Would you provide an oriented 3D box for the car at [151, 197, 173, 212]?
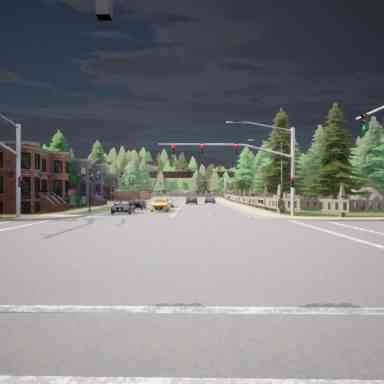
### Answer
[{"bbox_3d":[-3.639,1.477,38.767,1.882,1.535,5.008,0,0,0],"label":"car"}]

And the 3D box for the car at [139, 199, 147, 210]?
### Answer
[{"bbox_3d":[-7.136,1.601,43.543,1.895,1.301,4.718,0,0,0],"label":"car"}]

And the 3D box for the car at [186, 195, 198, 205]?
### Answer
[{"bbox_3d":[-0.069,1.352,60.161,2.097,1.767,4.553,0,0,0],"label":"car"}]

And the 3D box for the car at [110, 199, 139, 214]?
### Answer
[{"bbox_3d":[-7.137,1.564,34.791,1.994,1.385,4.181,0,0,0],"label":"car"}]

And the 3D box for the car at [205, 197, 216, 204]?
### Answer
[{"bbox_3d":[3.526,1.564,65.142,1.994,1.385,4.181,0,0,0],"label":"car"}]
